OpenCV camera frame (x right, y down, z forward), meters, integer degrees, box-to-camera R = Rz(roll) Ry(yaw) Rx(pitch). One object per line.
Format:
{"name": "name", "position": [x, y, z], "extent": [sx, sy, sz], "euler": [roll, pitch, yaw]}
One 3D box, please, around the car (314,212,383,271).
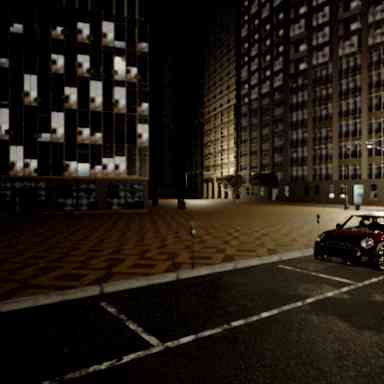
{"name": "car", "position": [5.735, 1.396, 10.647], "extent": [4.097, 1.590, 1.967], "euler": [0, 0, -35]}
